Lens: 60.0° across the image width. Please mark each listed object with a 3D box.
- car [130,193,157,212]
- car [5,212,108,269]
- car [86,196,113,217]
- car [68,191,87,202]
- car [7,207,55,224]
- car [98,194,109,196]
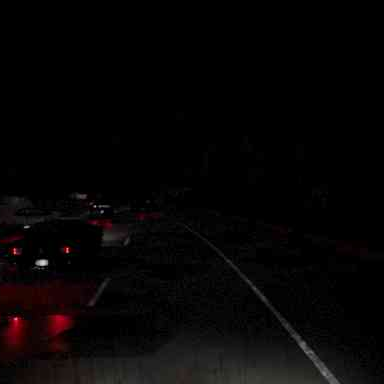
[{"bbox_3d":[-5.414,1.103,36.892,2.150,2.045,5.566,0,0,-20],"label":"car"},{"bbox_3d":[-4.190,1.566,11.001,1.895,1.301,4.718,0,0,-6],"label":"car"},{"bbox_3d":[-8.016,1.397,29.442,2.128,1.511,4.902,0,0,-16],"label":"car"},{"bbox_3d":[-22.879,0.867,66.483,2.150,2.045,5.566,0,0,-40],"label":"car"},{"bbox_3d":[-9.060,1.541,19.487,1.895,1.301,4.718,0,0,-11],"label":"car"},{"bbox_3d":[-14.629,1.179,54.309,2.097,1.767,4.553,0,0,-31],"label":"car"}]
